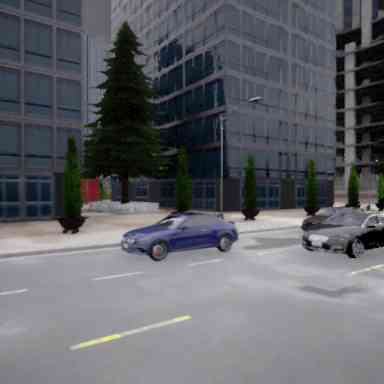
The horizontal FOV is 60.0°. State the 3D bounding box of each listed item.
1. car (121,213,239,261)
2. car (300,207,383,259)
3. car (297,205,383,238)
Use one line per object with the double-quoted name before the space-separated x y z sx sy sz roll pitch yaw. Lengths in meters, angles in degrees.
"car" -0.291 1.524 12.361 4.674 1.442 1.812 0 0 -35
"car" 6.216 1.488 12.622 4.902 1.511 2.128 0 0 -35
"car" 8.384 1.541 18.477 5.357 1.411 2.033 0 0 -35
